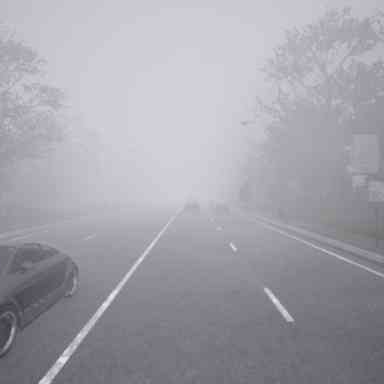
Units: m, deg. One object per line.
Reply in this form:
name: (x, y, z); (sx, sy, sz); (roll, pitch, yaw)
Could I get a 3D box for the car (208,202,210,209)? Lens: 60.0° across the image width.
car: (3.501, 1.863, 51.022); (1.895, 1.301, 4.718); (0, 0, 0)

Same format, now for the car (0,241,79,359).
car: (-3.541, 1.594, 5.835); (1.994, 1.385, 4.181); (0, 0, 1)

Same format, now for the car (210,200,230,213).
car: (3.496, 1.740, 40.419); (1.812, 1.442, 4.674); (0, 0, 0)

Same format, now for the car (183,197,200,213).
car: (-0.004, 1.690, 40.007); (1.882, 1.535, 5.008); (0, 0, 0)

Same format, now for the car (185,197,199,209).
car: (0.000, 1.613, 50.881); (2.097, 1.767, 4.553); (0, 0, 0)
